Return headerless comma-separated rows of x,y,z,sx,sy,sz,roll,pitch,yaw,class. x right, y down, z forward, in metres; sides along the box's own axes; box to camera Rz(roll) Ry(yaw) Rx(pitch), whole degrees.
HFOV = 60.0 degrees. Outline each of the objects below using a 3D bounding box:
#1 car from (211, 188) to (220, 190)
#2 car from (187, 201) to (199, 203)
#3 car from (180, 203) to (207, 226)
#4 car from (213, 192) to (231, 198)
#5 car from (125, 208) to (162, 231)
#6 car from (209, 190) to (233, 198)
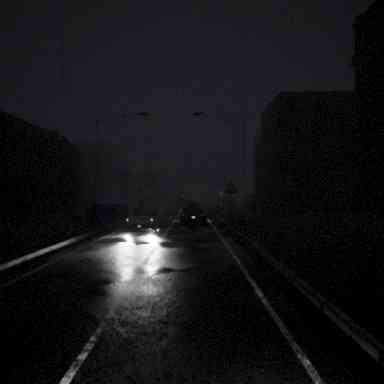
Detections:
8.107,0.547,93.276,4.553,1.767,2.185,0,2,-1,car
0.150,1.797,39.639,1.837,1.490,4.892,0,0,1,car
0.097,1.761,25.298,1.994,1.385,4.181,0,-1,0,car
8.174,0.806,90.528,4.674,1.452,2.002,0,2,-1,car
-3.097,1.751,21.841,1.895,1.301,4.718,0,-1,0,car
8.017,0.860,87.769,5.366,1.575,1.946,0,2,-1,car
